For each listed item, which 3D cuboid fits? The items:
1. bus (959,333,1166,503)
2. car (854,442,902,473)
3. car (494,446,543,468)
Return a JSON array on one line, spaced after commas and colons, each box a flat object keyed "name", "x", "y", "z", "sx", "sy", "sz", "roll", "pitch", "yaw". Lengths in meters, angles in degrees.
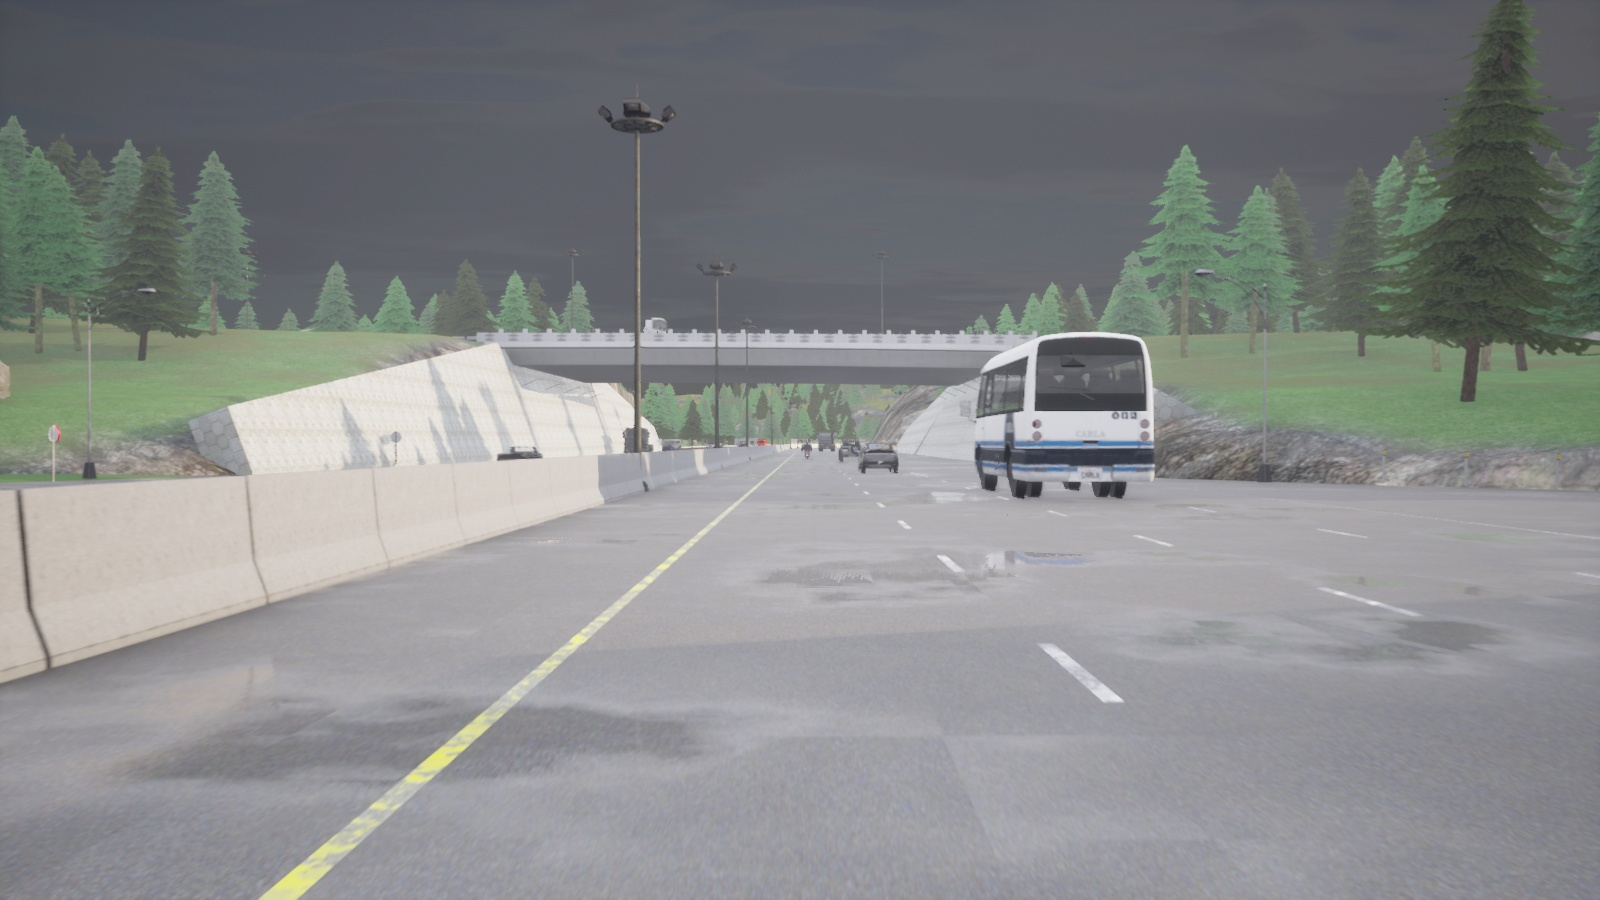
[{"name": "bus", "x": 7.225, "y": -0.831, "z": 36.616, "sx": 3.944, "sy": 4.253, "sz": 10.273, "roll": 0, "pitch": 0, "yaw": 0}, {"name": "car", "x": 3.874, "y": 0.351, "z": 62.997, "sx": 2.128, "sy": 1.511, "sz": 4.902, "roll": 0, "pitch": 0, "yaw": 0}, {"name": "car", "x": -17.052, "y": 0.403, "z": 76.246, "sx": 1.895, "sy": 1.301, "sz": 4.718, "roll": 0, "pitch": 0, "yaw": 0}]
